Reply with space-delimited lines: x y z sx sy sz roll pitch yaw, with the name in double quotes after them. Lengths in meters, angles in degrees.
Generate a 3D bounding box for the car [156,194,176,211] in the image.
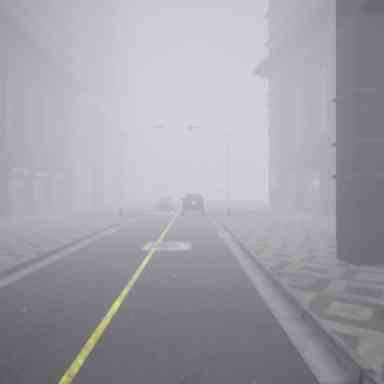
-3.069 1.289 39.338 2.097 1.767 4.553 0 0 0 "car"

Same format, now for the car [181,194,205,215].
0.113 1.171 33.521 2.150 2.045 5.566 0 0 0 "car"
